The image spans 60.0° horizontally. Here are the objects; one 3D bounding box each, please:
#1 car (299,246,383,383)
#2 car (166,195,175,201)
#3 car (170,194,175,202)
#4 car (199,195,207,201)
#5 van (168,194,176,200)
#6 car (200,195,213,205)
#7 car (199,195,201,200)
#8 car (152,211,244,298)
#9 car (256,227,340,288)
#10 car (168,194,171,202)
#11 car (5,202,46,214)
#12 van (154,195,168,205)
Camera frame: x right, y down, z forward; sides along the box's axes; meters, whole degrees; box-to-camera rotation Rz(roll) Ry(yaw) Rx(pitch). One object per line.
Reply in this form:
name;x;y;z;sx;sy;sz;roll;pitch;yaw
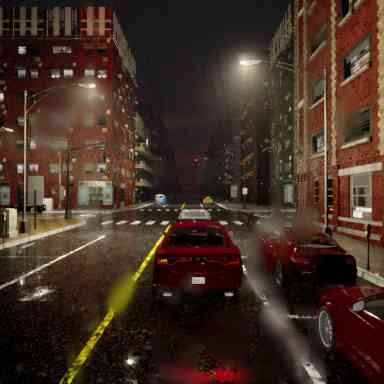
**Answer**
car;2.673;1.583;3.268;1.802;1.307;4.206;1;0;0
car;-5.529;1.582;86.492;2.008;1.369;4.403;1;0;0
car;-5.549;1.607;75.187;1.802;1.307;4.206;1;0;0
car;2.851;1.597;86.439;1.947;1.339;4.313;1;0;0
van;-5.516;1.375;92.145;1.690;1.788;3.998;1;0;0
car;2.802;1.543;58.347;1.752;1.417;4.829;1;0;0
car;2.841;1.572;80.787;1.887;1.381;4.507;1;0;0
car;0.113;1.480;8.606;1.882;1.535;5.008;0;0;0
car;2.853;1.584;8.924;1.802;1.307;4.206;1;0;0
car;-5.569;1.602;63.883;1.802;1.307;4.206;1;0;0
car;-18.646;1.730;37.343;4.313;1.339;1.947;0;-1;0
van;-5.575;1.359;58.231;1.690;1.788;3.998;1;0;0
